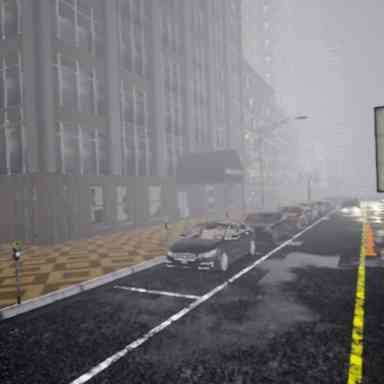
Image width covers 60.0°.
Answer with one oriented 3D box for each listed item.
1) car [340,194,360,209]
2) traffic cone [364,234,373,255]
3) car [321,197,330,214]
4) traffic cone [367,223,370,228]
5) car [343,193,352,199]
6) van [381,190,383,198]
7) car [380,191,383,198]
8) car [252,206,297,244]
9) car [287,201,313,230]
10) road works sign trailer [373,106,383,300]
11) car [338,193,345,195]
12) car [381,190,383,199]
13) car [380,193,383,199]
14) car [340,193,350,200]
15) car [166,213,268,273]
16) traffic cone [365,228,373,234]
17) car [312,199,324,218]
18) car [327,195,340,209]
[{"bbox_3d":[19.101,1.281,40.097,1.994,1.385,4.181,-2,-1,28],"label":"car"},{"bbox_3d":[6.130,1.854,11.486,0.340,0.580,0.340,-2,-1,28],"label":"traffic cone"},{"bbox_3d":[11.362,1.474,30.990,1.802,1.307,4.206,-3,-1,28],"label":"car"},{"bbox_3d":[7.989,1.823,15.027,0.340,0.580,0.340,-2,-1,28],"label":"traffic cone"},{"bbox_3d":[40.417,0.975,86.346,1.947,1.339,4.313,-3,-1,28],"label":"car"},{"bbox_3d":[45.182,0.522,77.422,1.690,1.788,3.998,-3,-1,28],"label":"van"},{"bbox_3d":[47.828,0.576,82.453,1.967,1.590,4.097,-3,-1,28],"label":"car"},{"bbox_3d":[3.437,1.588,15.893,1.947,1.339,4.313,-3,-1,28],"label":"car"},{"bbox_3d":[6.078,1.524,20.926,1.887,1.381,4.507,-3,-1,28],"label":"car"},{"bbox_3d":[3.988,0.375,4.728,2.380,3.560,2.880,-2,-1,28],"label":"road works sign trailer"},{"bbox_3d":[21.926,1.268,51.119,2.008,1.369,4.403,-3,-1,28],"label":"car"},{"bbox_3d":[42.540,0.540,72.390,2.192,1.841,5.009,-3,-1,28],"label":"car"},{"bbox_3d":[39.898,0.584,67.358,2.192,1.841,5.009,-3,-1,28],"label":"car"},{"bbox_3d":[35.054,1.024,76.131,1.752,1.417,4.829,-3,-1,28],"label":"car"},{"bbox_3d":[0.795,1.617,10.861,2.008,1.369,4.403,-3,-1,28],"label":"car"},{"bbox_3d":[7.059,1.839,13.256,0.340,0.580,0.340,-2,-1,28],"label":"traffic cone"},{"bbox_3d":[8.719,1.486,25.958,2.008,1.369,4.403,-3,-1,28],"label":"car"},{"bbox_3d":[16.643,1.356,41.055,2.008,1.369,4.403,-3,-1,28],"label":"car"}]
